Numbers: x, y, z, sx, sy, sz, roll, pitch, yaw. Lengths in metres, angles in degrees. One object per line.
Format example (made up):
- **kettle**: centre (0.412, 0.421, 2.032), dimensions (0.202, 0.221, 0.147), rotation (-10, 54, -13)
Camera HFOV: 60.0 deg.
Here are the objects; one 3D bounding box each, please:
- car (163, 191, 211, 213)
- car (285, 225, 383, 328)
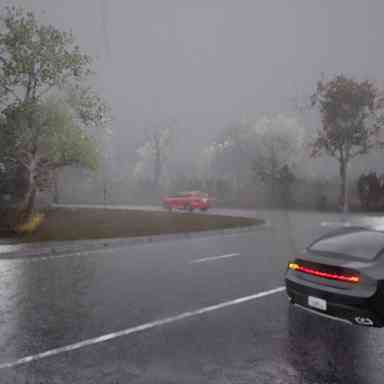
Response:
- **car**: centre (-0.587, 0.961, 33.264), dimensions (2.150, 2.045, 5.566), rotation (-1, 0, -42)
- **car**: centre (3.871, 1.405, 6.476), dimensions (4.892, 1.490, 1.837), rotation (-1, 1, -36)
